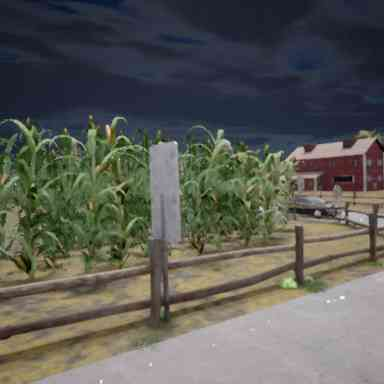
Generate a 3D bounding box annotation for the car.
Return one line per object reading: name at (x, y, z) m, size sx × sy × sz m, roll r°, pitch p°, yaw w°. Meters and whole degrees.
car at (8.484, 1.046, 24.296) m, size 1.837 × 1.490 × 4.892 m, roll -3°, pitch 3°, yaw -34°
